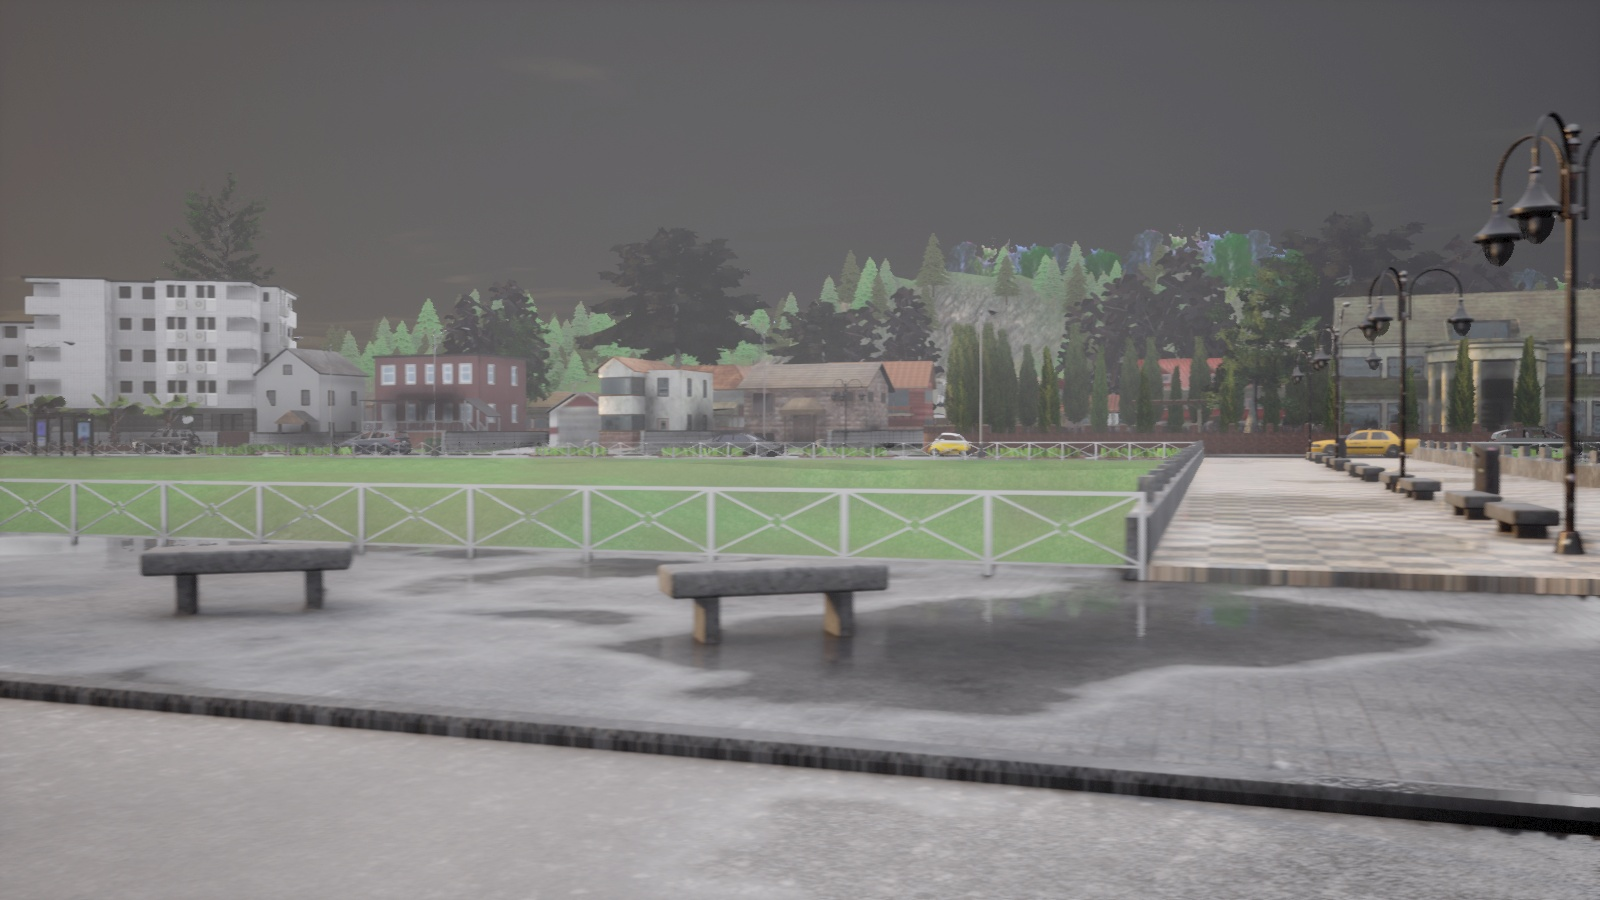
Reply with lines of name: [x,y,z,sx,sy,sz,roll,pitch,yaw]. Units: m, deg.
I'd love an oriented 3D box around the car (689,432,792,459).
car: [-3.302,-0.258,69.910,5.357,1.411,2.033,1,1,19]

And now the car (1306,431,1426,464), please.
car: [28.484,-0.143,63.427,5.366,1.575,1.801,1,1,19]

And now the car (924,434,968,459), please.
car: [8.181,-0.213,70.265,2.207,1.376,1.481,1,1,19]

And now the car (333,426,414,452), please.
car: [-28.002,-0.755,82.444,4.611,1.667,2.242,1,1,19]

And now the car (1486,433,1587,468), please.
car: [33.652,0.012,57.467,3.705,1.549,1.789,0,1,19]

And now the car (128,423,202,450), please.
car: [-44.511,-0.933,88.002,4.605,1.855,1.932,1,1,19]
